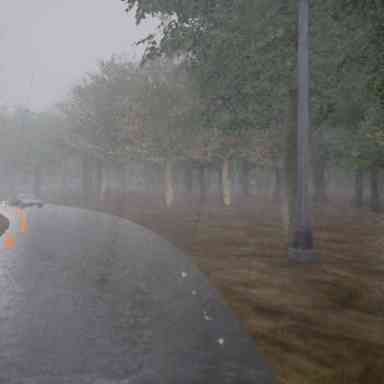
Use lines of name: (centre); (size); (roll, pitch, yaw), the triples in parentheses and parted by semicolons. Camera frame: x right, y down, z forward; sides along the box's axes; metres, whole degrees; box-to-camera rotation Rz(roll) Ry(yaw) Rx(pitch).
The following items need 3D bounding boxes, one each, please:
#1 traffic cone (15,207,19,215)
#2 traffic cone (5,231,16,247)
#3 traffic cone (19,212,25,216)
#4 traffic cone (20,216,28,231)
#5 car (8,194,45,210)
traffic cone: (-13.552, 1.477, 25.804); (0.340, 0.580, 0.340); (-1, 2, -35)
traffic cone: (-7.203, 1.861, 13.197); (0.340, 0.580, 0.340); (-1, 1, -18)
traffic cone: (-11.011, 1.607, 21.823); (0.340, 0.580, 0.340); (-1, 2, -30)
traffic cone: (-8.887, 1.742, 17.606); (0.340, 0.580, 0.340); (-1, 2, -24)
car: (-16.225, 0.868, 32.408); (2.033, 1.411, 5.357); (-1, 2, -45)
